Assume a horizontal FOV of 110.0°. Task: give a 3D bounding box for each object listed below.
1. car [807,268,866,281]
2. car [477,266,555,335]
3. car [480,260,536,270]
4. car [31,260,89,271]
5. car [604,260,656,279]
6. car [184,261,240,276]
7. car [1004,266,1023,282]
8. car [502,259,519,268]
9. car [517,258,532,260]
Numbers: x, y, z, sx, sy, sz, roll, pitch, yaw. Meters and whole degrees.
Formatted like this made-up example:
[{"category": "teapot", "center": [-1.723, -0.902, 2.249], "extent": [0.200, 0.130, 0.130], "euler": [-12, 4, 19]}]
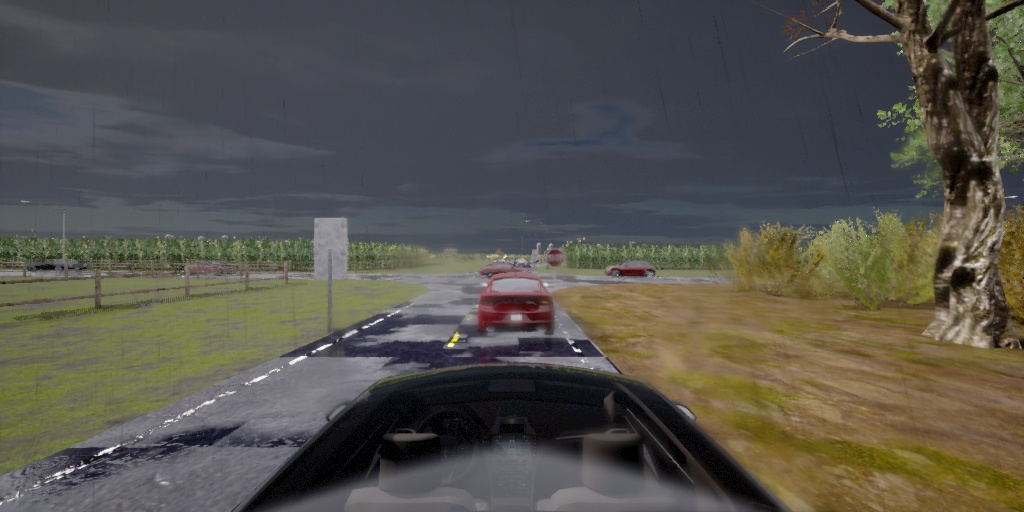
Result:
[{"category": "car", "center": [26.806, 1.526, 28.891], "extent": [4.718, 1.301, 1.895], "euler": [0, 0, 6]}, {"category": "car", "center": [0.105, 1.228, 10.499], "extent": [1.882, 1.535, 5.008], "euler": [0, 0, 0]}, {"category": "car", "center": [-0.477, 1.281, 31.221], "extent": [4.674, 1.442, 1.812], "euler": [0, 0, 4]}, {"category": "car", "center": [-47.356, 1.029, 37.362], "extent": [4.718, 1.301, 1.895], "euler": [0, 0, 3]}, {"category": "car", "center": [11.119, 1.190, 34.036], "extent": [4.553, 1.767, 2.097], "euler": [0, 0, 5]}, {"category": "car", "center": [-27.208, 1.132, 32.693], "extent": [4.181, 1.385, 1.994], "euler": [0, 0, 2]}, {"category": "car", "center": [43.189, 1.577, 30.752], "extent": [5.357, 1.411, 2.033], "euler": [0, 0, 7]}, {"category": "car", "center": [-0.183, 1.329, 62.489], "extent": [2.033, 1.411, 5.357], "euler": [0, 0, 9]}, {"category": "car", "center": [1.767, 1.375, 56.241], "extent": [1.895, 1.301, 4.718], "euler": [0, 0, 8]}]
